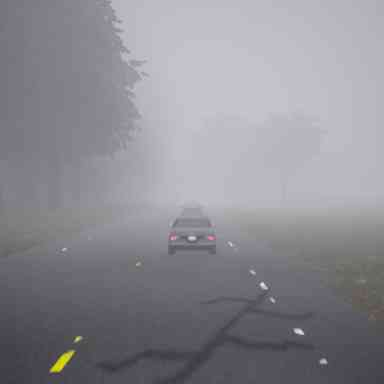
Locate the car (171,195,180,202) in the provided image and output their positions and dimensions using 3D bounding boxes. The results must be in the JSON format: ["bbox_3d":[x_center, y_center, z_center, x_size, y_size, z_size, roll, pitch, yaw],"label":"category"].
[{"bbox_3d":[-3.457,1.325,71.774,1.837,1.490,4.892,0,1,0],"label":"car"}]

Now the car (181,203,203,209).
[{"bbox_3d":[0.023,1.660,29.363,1.812,1.442,4.674,0,0,0],"label":"car"}]

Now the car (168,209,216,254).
[{"bbox_3d":[0.010,1.653,13.981,2.033,1.411,5.357,0,0,0],"label":"car"}]
